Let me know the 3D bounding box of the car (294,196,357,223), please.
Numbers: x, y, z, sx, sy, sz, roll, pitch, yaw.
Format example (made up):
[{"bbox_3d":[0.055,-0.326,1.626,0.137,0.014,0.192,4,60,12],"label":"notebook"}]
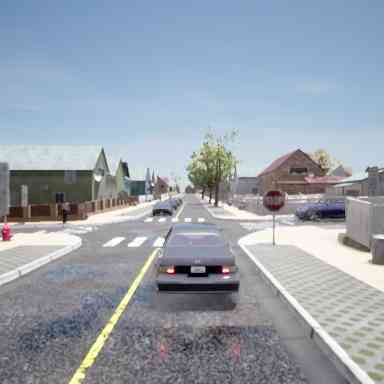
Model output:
[{"bbox_3d":[9.341,1.088,22.633,4.553,1.767,2.097,-2,-1,3],"label":"car"}]

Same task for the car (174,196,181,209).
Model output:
[{"bbox_3d":[-2.851,1.549,42.509,1.994,1.385,4.181,0,0,0],"label":"car"}]

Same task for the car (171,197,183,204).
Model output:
[{"bbox_3d":[-2.808,1.570,62.960,1.895,1.301,4.718,0,0,1],"label":"car"}]

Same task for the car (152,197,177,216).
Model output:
[{"bbox_3d":[-2.820,1.537,32.718,2.033,1.411,5.357,0,0,-1],"label":"car"}]

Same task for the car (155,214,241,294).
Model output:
[{"bbox_3d":[0.072,1.546,8.939,2.033,1.411,5.357,0,0,-1],"label":"car"}]

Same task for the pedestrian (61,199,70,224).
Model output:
[{"bbox_3d":[-9.693,1.452,25.260,0.375,1.860,0.375,0,0,0],"label":"pedestrian"}]
